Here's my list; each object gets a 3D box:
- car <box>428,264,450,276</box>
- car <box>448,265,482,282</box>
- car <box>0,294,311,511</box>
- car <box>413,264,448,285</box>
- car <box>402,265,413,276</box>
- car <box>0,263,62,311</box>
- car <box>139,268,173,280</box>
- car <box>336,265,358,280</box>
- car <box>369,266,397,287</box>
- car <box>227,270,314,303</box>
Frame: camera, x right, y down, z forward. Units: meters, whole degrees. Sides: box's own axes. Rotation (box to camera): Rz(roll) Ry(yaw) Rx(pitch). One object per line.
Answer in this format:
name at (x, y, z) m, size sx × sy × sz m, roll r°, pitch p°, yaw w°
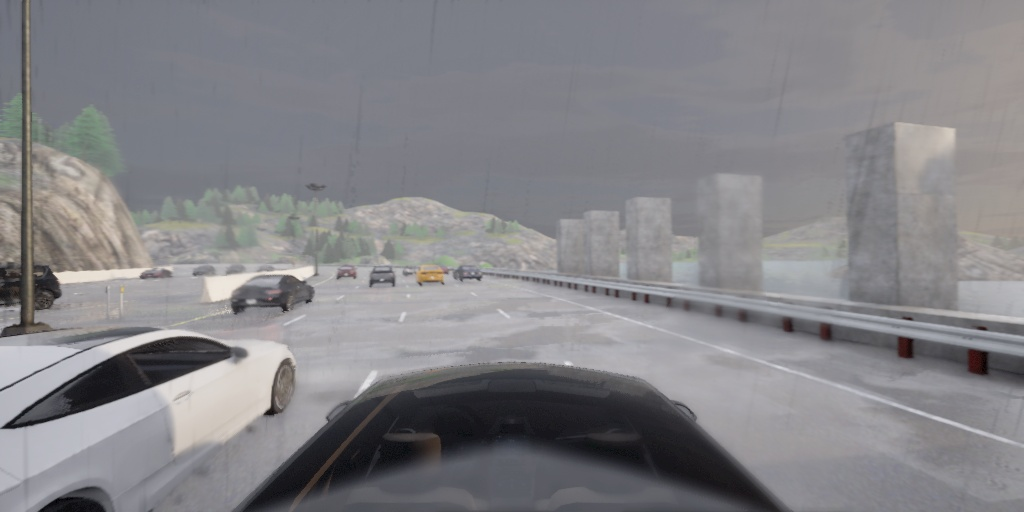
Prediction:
car at (-9.366, 1.696, 45.774) m, size 1.994 × 1.385 × 4.181 m, roll -1°, pitch 0°, yaw -23°
car at (-4.068, 1.530, 32.182) m, size 2.033 × 1.411 × 5.357 m, roll -1°, pitch 0°, yaw -19°
car at (-3.566, 1.330, 3.010) m, size 1.812 × 1.442 × 4.674 m, roll -1°, pitch 0°, yaw -11°
car at (-6.662, 1.475, 28.879) m, size 1.882 × 1.535 × 5.008 m, roll -1°, pitch 0°, yaw -18°
car at (-12.140, 1.756, 43.432) m, size 1.895 × 1.301 × 4.718 m, roll -1°, pitch 0°, yaw -23°
car at (-20.417, 1.310, 13.402) m, size 2.150 × 2.045 × 5.566 m, roll 0°, pitch -1°, yaw -15°
car at (-43.375, 2.129, 43.782) m, size 1.994 × 1.385 × 4.181 m, roll -1°, pitch 0°, yaw -27°
car at (-17.626, 1.723, 38.367) m, size 1.812 × 1.442 × 4.674 m, roll -1°, pitch 0°, yaw -22°
car at (-10.031, 1.529, 27.900) m, size 2.128 × 1.511 × 4.902 m, roll -1°, pitch 0°, yaw -18°
car at (-9.815, 1.482, 14.969) m, size 1.812 × 1.442 × 4.674 m, roll -1°, pitch 0°, yaw -14°
